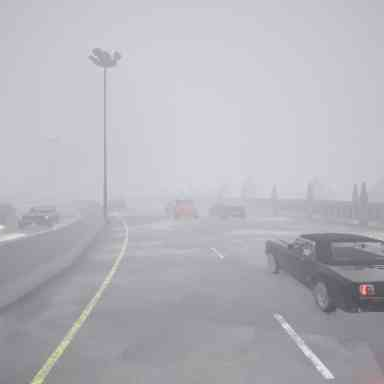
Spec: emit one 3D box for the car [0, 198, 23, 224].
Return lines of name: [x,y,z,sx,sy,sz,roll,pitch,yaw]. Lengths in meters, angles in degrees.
car: [-14.341,1.491,24.618,2.128,1.511,4.902,0,0,-17]

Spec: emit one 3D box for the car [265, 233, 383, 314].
car: [3.197,1.600,7.619,1.895,1.301,4.718,0,0,-5]

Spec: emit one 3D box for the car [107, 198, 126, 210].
car: [-9.738,1.490,42.371,2.128,1.511,4.902,0,0,-25]

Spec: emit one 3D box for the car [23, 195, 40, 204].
car: [-28.765,1.350,59.358,2.097,1.767,4.553,0,0,-39]

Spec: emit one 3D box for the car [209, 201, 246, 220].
car: [2.923,1.476,28.453,1.882,1.535,5.008,0,0,-15]

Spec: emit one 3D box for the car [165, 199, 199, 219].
car: [-0.970,1.350,29.177,2.097,1.767,4.553,0,0,-16]

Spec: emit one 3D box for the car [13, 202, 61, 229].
car: [-9.942,1.600,21.881,1.895,1.301,4.718,0,0,-14]

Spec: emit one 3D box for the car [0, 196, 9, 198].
car: [-34.332,1.469,60.505,1.882,1.535,5.008,0,0,-42]
